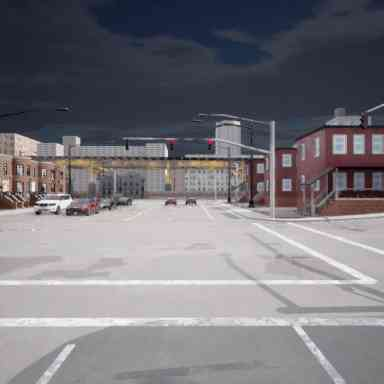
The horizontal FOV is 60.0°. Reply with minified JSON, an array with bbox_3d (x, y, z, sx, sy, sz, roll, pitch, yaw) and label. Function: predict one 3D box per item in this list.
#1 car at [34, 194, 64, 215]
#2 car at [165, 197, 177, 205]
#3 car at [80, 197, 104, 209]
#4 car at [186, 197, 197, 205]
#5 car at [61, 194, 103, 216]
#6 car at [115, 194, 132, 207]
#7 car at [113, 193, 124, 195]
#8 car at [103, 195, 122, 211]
[{"bbox_3d":[-14.187,1.222,34.450,2.150,2.045,5.566,0,0,0],"label":"car"},{"bbox_3d":[-3.542,1.526,56.727,1.812,1.442,4.674,0,0,0],"label":"car"},{"bbox_3d":[-14.211,1.477,47.427,1.882,1.535,5.008,0,0,0],"label":"car"},{"bbox_3d":[-0.147,1.526,58.543,1.812,1.442,4.674,0,0,0],"label":"car"},{"bbox_3d":[-10.672,1.352,32.624,2.097,1.767,4.553,0,0,0],"label":"car"},{"bbox_3d":[-10.712,1.477,52.783,1.882,1.535,5.008,0,0,0],"label":"car"},{"bbox_3d":[-14.160,1.210,63.590,2.150,2.045,5.566,0,0,0],"label":"car"},{"bbox_3d":[-10.702,1.491,41.772,2.128,1.511,4.902,0,0,0],"label":"car"}]
